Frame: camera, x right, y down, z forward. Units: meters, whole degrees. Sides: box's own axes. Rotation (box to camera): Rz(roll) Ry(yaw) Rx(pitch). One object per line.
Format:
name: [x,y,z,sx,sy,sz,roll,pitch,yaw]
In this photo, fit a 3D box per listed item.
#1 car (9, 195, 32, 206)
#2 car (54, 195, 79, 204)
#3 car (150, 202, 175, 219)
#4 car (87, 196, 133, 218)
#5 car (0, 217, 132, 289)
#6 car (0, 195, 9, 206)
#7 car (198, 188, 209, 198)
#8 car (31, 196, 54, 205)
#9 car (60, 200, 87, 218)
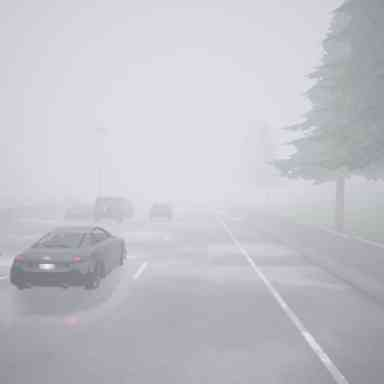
car: [-26.739,1.403,53.457,1.837,1.490,4.892,0,1,2]
car: [-19.752,1.274,53.362,2.097,1.767,4.553,0,1,2]
car: [-2.662,1.635,30.372,2.128,1.511,4.902,0,0,1]
car: [-6.253,1.357,26.776,2.150,2.045,5.566,0,0,1]
car: [-3.186,1.646,9.426,1.994,1.385,4.181,0,0,1]
car: [-30.227,1.237,53.630,2.097,1.767,4.553,0,1,2]
car: [3.420,0.658,87.632,2.097,1.767,4.553,0,2,1]
car: [-23.249,1.511,53.352,1.895,1.301,4.718,0,1,2]
car: [-9.685,1.684,29.564,1.994,1.385,4.181,0,0,1]
